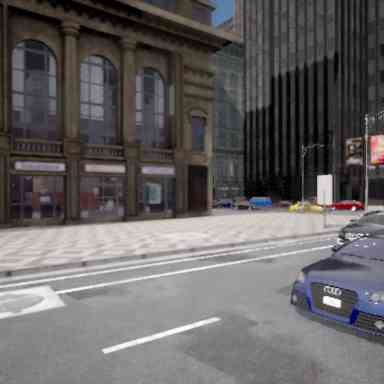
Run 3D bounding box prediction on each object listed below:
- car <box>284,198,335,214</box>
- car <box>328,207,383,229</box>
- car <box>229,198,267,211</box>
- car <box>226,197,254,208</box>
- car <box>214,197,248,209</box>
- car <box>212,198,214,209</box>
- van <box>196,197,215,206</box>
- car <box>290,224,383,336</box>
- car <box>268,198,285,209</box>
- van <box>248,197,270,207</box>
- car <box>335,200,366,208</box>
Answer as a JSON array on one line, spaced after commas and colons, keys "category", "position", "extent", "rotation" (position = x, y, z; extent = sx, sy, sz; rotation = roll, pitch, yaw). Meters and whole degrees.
[{"category": "car", "position": [13.485, 1.789, 38.480], "extent": [1.752, 1.417, 4.829], "rotation": [-1, 0, -35]}, {"category": "car", "position": [7.745, 1.484, 13.186], "extent": [4.892, 1.490, 1.837], "rotation": [0, 0, -35]}, {"category": "car", "position": [7.730, 1.949, 46.585], "extent": [2.008, 1.369, 4.403], "rotation": [-1, 0, -35]}, {"category": "car", "position": [8.579, 1.806, 60.151], "extent": [2.192, 1.841, 5.009], "rotation": [-1, 0, -35]}, {"category": "car", "position": [6.193, 1.822, 53.410], "extent": [2.097, 1.767, 4.553], "rotation": [0, -1, -35]}, {"category": "car", "position": [2.067, 1.845, 54.553], "extent": [2.192, 1.841, 5.009], "rotation": [-1, 0, -35]}, {"category": "van", "position": [2.698, 1.968, 68.454], "extent": [1.690, 1.788, 3.998], "rotation": [-1, 0, -35]}, {"category": "car", "position": [3.837, 1.553, 6.419], "extent": [4.181, 1.385, 1.994], "rotation": [0, 0, -35]}, {"category": "car", "position": [14.466, 1.937, 51.849], "extent": [1.802, 1.307, 4.206], "rotation": [-1, 0, -35]}, {"category": "van", "position": [11.519, 1.764, 56.000], "extent": [1.690, 1.788, 3.998], "rotation": [-1, 0, -35]}, {"category": "car", "position": [20.346, 1.762, 43.546], "extent": [1.887, 1.381, 4.507], "rotation": [-1, 0, -35]}]
